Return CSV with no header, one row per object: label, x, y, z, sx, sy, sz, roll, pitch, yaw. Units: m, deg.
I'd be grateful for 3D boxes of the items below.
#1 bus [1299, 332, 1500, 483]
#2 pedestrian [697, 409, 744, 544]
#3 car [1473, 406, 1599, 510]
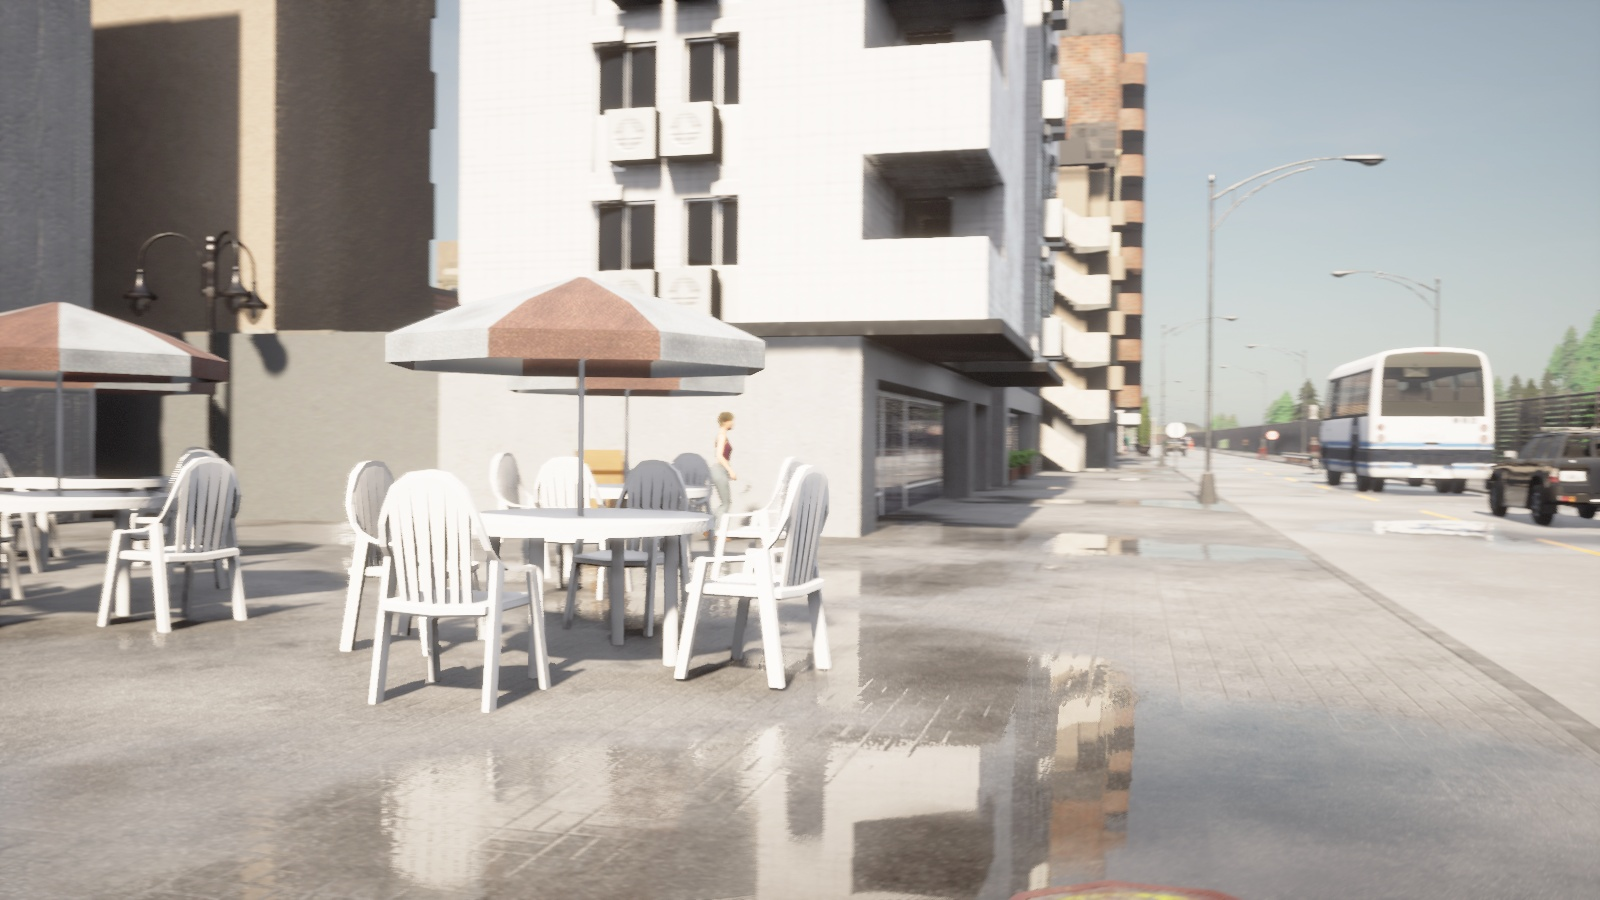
bus,19.061,-1.258,40.856,3.944,4.253,10.273,-1,1,14
pedestrian,-1.101,0.354,17.327,0.594,1.836,0.345,-1,1,-7
car,14.957,0.157,24.718,1.932,1.855,4.605,-1,-1,14
